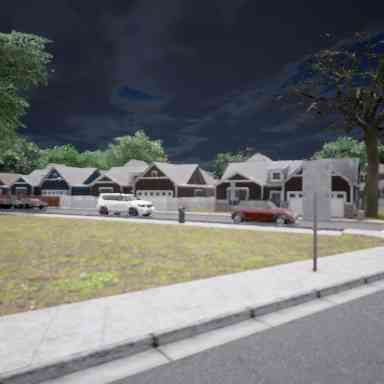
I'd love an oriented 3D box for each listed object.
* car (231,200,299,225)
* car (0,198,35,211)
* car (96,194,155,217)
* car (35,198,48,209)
[{"bbox_3d":[5.173,1.392,23.614,4.553,1.767,2.097,0,0,30],"label":"car"},{"bbox_3d":[-20.309,1.446,37.424,4.718,1.301,1.895,0,0,28],"label":"car"},{"bbox_3d":[-6.044,1.177,29.907,5.566,2.045,2.150,0,0,28],"label":"car"},{"bbox_3d":[-19.949,1.412,40.454,5.357,1.411,2.033,0,0,28],"label":"car"}]
